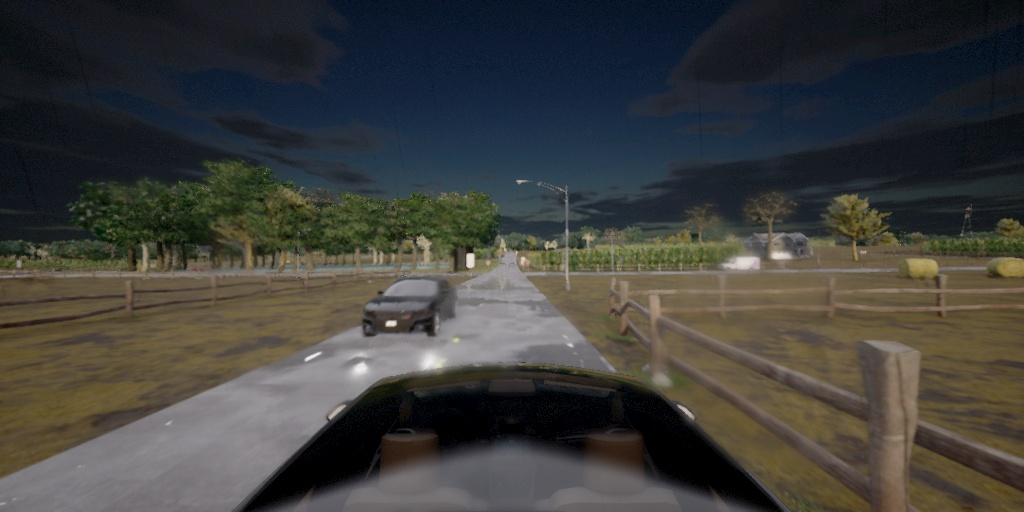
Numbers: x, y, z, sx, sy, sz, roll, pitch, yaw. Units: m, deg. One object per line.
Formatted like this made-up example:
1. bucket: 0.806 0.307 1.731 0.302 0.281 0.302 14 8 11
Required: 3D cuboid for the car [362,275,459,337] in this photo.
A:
1. car: -2.848 1.366 10.972 1.882 1.535 5.008 0 -1 0
